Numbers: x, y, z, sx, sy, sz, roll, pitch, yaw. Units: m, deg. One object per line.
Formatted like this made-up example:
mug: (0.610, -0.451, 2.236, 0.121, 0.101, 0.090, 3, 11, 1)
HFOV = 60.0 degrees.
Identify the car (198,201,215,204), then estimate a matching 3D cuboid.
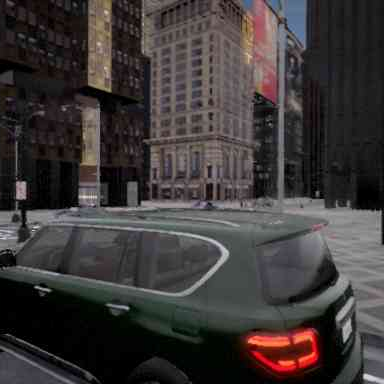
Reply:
car: (1.439, 1.828, 39.732, 1.812, 1.442, 4.674, 0, 0, 35)

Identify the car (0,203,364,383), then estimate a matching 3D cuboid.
car: (-0.897, 1.238, 4.324, 5.566, 2.045, 2.150, 0, 0, 35)

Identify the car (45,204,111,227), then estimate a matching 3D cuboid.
car: (-8.614, 1.724, 25.536, 1.812, 1.442, 4.674, 0, 0, 34)

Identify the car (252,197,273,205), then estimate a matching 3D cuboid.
car: (11.398, 1.665, 53.622, 2.097, 1.767, 4.553, 0, 0, 35)
